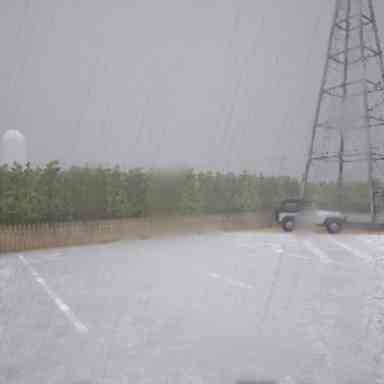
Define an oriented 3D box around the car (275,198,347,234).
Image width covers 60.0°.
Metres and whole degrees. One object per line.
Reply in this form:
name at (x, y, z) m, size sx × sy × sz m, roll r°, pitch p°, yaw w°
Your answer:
car at (6.714, 1.321, 18.971) m, size 3.866 × 1.878 × 1.905 m, roll 0°, pitch 0°, yaw 23°
